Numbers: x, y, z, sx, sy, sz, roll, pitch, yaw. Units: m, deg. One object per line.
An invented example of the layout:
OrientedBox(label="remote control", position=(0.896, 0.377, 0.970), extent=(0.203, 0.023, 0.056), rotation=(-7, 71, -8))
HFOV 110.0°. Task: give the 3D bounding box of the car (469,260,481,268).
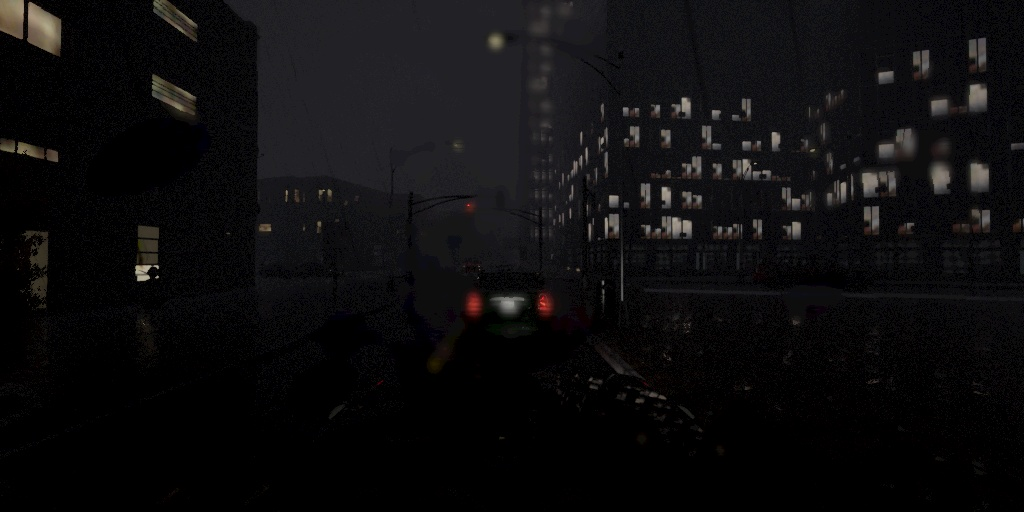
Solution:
OrientedBox(label="car", position=(-6.491, 1.368, 63.529), extent=(1.895, 1.301, 4.718), rotation=(0, 0, -4))

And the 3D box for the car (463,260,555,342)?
OrientedBox(label="car", position=(-0.088, 1.105, 9.990), extent=(2.097, 1.767, 4.553), rotation=(0, 0, -1))

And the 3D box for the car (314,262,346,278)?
OrientedBox(label="car", position=(-17.939, 1.295, 33.554), extent=(4.892, 1.490, 1.837), rotation=(0, -1, 19))

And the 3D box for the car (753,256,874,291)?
OrientedBox(label="car", position=(16.022, 0.931, 19.378), extent=(5.009, 1.841, 2.192), rotation=(0, 0, 19))

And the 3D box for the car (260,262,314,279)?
OrientedBox(label="car", position=(-20.166, 1.321, 31.691), extent=(4.313, 1.339, 1.948), rotation=(0, 0, 19))

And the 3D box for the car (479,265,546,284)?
OrientedBox(label="car", position=(0.061, 1.357, 27.469), extent=(4.718, 1.301, 1.895), rotation=(0, 0, 19))

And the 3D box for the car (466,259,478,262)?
OrientedBox(label="car", position=(-4.724, 1.112, 42.737), extent=(2.097, 1.767, 4.553), rotation=(0, 0, -5))
